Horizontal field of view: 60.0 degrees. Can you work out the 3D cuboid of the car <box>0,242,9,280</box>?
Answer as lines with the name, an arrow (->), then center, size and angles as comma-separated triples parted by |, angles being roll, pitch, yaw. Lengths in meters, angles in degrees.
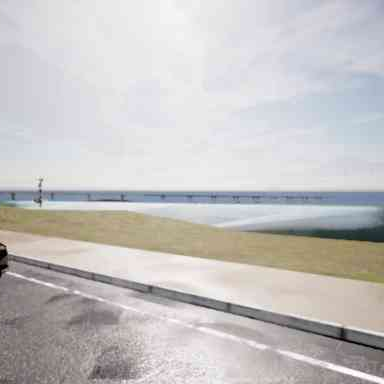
car -> -6.481, 1.476, 8.312 | 4.902, 1.511, 2.128 | 0, 0, 36
